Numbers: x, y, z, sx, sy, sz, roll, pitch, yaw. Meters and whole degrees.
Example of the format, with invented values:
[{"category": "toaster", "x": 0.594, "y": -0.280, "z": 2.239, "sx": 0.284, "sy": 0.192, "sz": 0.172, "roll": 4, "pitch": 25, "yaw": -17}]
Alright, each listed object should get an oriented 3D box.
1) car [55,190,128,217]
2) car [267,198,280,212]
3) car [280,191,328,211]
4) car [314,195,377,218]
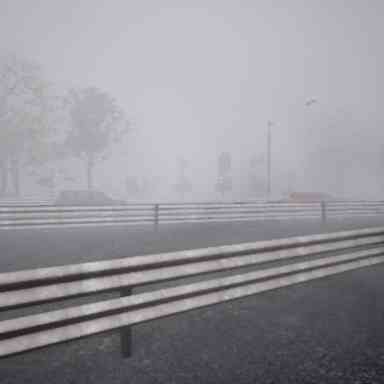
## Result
[{"category": "car", "x": -7.643, "y": 0.895, "z": 25.602, "sx": 5.566, "sy": 2.045, "sz": 2.150, "roll": 0, "pitch": 0, "yaw": -24}, {"category": "car", "x": 9.494, "y": 1.254, "z": 32.999, "sx": 4.674, "sy": 1.442, "sz": 1.812, "roll": 0, "pitch": 0, "yaw": -23}, {"category": "car", "x": 11.096, "y": 0.946, "z": 29.900, "sx": 5.566, "sy": 2.045, "sz": 2.150, "roll": 0, "pitch": 0, "yaw": -23}, {"category": "car", "x": 12.665, "y": 1.217, "z": 26.748, "sx": 4.902, "sy": 1.511, "sz": 2.128, "roll": 0, "pitch": 0, "yaw": -23}]
